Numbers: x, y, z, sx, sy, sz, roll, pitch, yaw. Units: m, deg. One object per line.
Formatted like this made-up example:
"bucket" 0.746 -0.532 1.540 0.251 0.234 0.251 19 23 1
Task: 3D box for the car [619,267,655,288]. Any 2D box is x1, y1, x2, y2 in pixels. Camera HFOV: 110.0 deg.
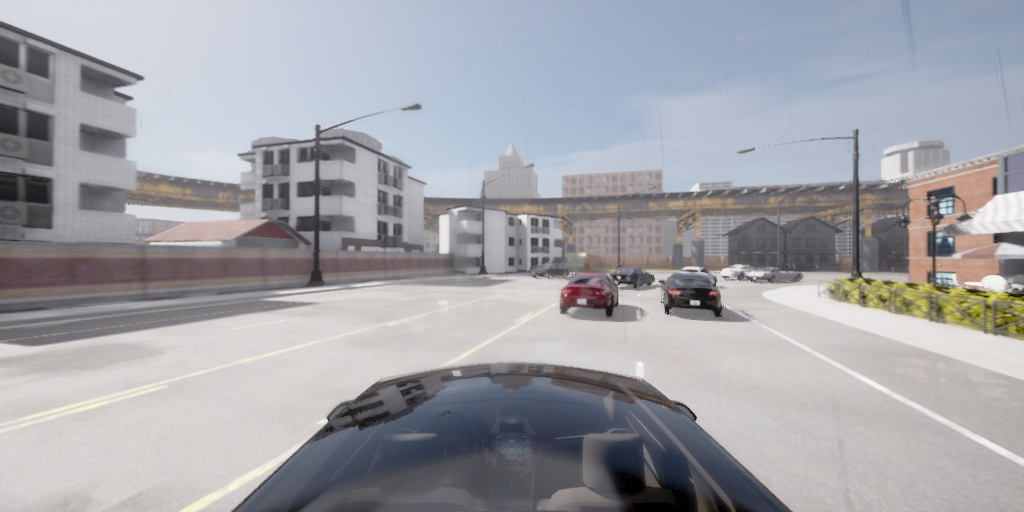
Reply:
"car" 8.557 1.487 25.612 2.033 1.411 5.357 0 0 37

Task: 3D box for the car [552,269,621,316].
"car" 3.063 1.368 13.889 1.812 1.442 4.674 0 -1 20

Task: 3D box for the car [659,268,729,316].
"car" 6.813 1.381 13.941 1.812 1.442 4.674 0 0 20

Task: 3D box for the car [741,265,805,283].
"car" 22.816 1.630 31.165 4.718 1.301 1.895 0 0 -16

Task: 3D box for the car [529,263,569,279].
"car" 3.801 1.496 36.042 4.892 1.490 1.837 1 -1 -43

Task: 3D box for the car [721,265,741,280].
"car" 22.519 1.577 34.745 4.674 1.442 1.812 0 0 -15
